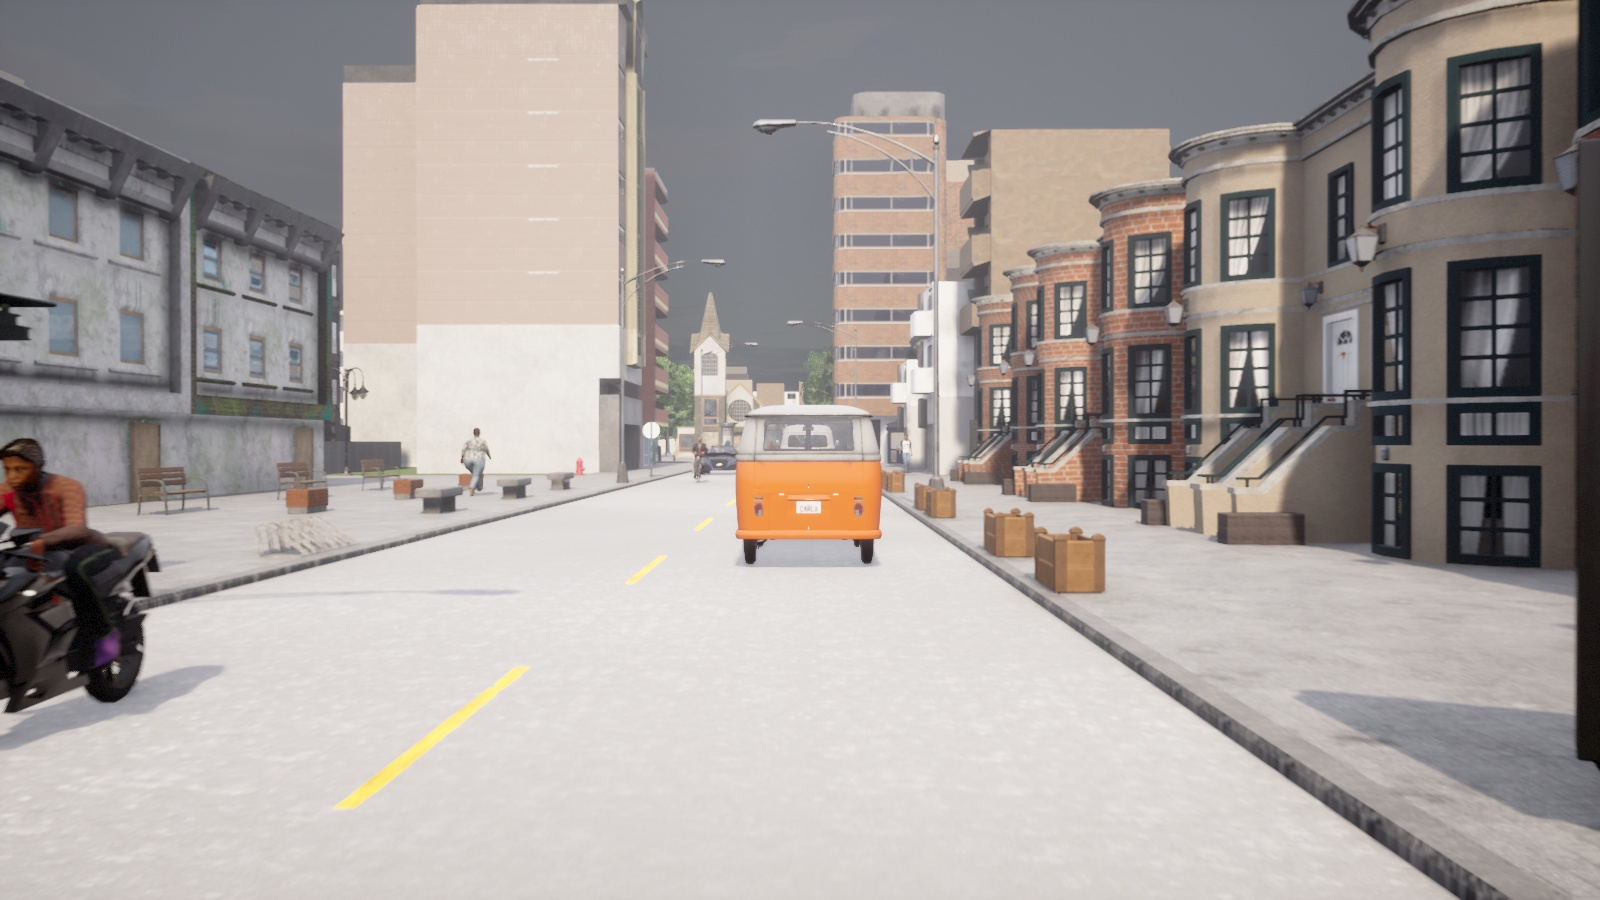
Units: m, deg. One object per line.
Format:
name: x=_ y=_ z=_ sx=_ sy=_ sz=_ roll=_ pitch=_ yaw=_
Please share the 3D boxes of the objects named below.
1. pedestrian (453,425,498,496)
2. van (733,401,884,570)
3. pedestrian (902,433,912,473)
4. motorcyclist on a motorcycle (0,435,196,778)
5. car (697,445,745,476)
pedestrian: x=-8.563 y=0.262 z=33.137 sx=0.874 sy=1.855 sz=0.900 roll=0 pitch=0 yaw=6
van: x=0.113 y=0.404 z=16.953 sx=1.775 sy=1.987 sz=4.442 roll=0 pitch=0 yaw=0
pedestrian: x=4.851 y=0.139 z=56.973 sx=0.354 sy=1.836 sz=0.706 roll=0 pitch=0 yaw=-7
motorcyclist on a motorcycle: x=-3.949 y=0.690 z=6.342 sx=0.797 sy=1.523 sz=2.044 roll=0 pitch=0 yaw=0
car: x=-3.686 y=0.474 z=59.212 sx=1.994 sy=1.385 sz=4.181 roll=0 pitch=0 yaw=0
